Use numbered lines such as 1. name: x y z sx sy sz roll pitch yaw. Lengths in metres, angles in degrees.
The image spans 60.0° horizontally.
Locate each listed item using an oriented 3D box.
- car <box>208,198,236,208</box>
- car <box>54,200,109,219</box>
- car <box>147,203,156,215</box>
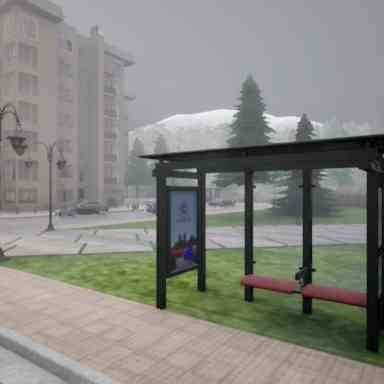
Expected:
1. car: 4.473 1.519 48.779 2.033 1.411 5.357 0 0 37
2. car: -9.661 1.463 29.402 2.128 1.511 4.902 0 0 36
3. car: -2.183 1.521 33.418 2.033 1.411 5.357 0 0 36
